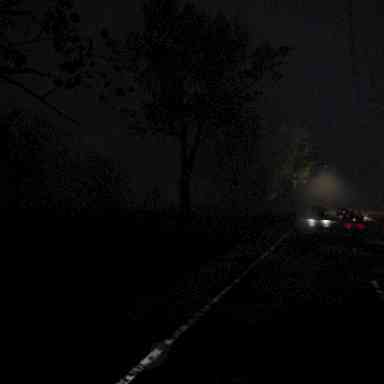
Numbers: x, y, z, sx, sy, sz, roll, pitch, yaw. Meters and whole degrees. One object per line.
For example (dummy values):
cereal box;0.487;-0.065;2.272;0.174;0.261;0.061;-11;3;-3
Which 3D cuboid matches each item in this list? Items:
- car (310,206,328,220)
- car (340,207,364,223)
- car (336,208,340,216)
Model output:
car;15.488;2.485;40.620;1.882;1.535;5.008;2;-1;21
car;17.959;2.678;37.177;1.895;1.301;4.718;2;-1;22
car;22.819;2.964;49.960;1.994;1.385;4.181;2;-1;21
